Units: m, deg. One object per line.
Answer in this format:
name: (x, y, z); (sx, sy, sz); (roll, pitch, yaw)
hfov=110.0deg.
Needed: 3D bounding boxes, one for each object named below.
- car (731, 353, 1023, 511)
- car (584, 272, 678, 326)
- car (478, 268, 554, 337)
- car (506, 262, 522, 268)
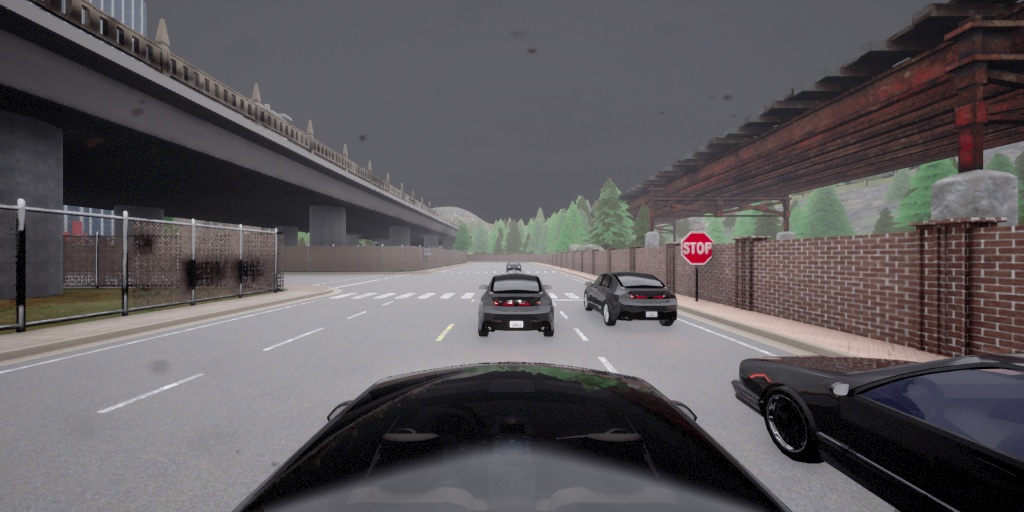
car: (3.600, 1.297, 1.904); (2.033, 1.411, 5.357); (0, 0, 0)
car: (3.605, 1.255, 11.651); (1.837, 1.490, 4.892); (0, 0, 0)
car: (0.103, 1.255, 10.293); (1.837, 1.490, 4.892); (0, 0, 0)
car: (0.218, 1.351, 45.471); (1.895, 1.301, 4.718); (0, 0, -1)
